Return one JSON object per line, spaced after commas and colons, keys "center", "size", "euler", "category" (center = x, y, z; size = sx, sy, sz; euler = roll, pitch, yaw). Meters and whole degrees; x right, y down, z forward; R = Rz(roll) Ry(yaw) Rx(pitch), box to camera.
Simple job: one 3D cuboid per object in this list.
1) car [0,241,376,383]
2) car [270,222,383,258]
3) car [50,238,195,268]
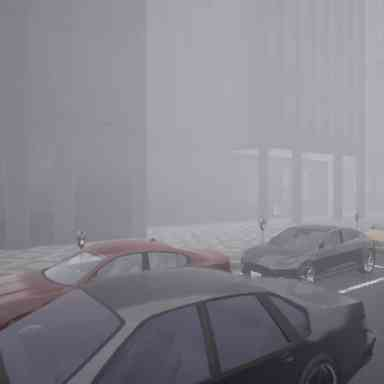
{"center": [-0.385, 1.547, 3.101], "size": [5.357, 1.411, 2.033], "euler": [0, 0, -35], "category": "car"}
{"center": [3.262, 1.566, 8.966], "size": [4.313, 1.339, 1.947], "euler": [0, 0, -35], "category": "car"}
{"center": [-1.330, 1.545, 5.699], "size": [4.507, 1.381, 1.887], "euler": [0, 0, -35], "category": "car"}
